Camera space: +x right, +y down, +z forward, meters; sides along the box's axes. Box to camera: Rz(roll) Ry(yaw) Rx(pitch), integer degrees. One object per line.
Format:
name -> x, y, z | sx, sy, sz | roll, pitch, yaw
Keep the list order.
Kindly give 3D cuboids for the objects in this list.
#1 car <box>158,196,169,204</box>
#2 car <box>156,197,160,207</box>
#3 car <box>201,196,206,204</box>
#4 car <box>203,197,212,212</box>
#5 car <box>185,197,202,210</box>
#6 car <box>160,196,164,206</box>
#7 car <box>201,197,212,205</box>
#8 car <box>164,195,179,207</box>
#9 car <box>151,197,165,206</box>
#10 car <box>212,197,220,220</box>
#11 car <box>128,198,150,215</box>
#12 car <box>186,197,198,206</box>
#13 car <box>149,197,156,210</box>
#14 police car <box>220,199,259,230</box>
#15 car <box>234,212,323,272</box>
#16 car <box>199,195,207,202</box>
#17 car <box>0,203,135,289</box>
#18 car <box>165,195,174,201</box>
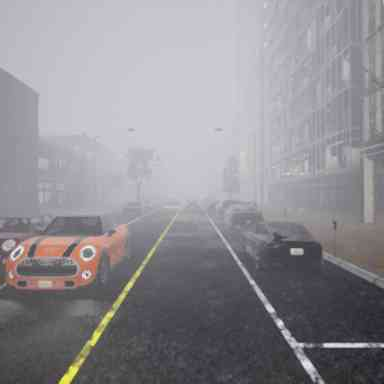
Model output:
car -> -5.686, 1.564, 67.131 | 1.947, 1.339, 4.313 | 1, 0, 0
car -> -5.683, 1.522, 44.385 | 1.752, 1.417, 4.829 | 1, 0, 0
car -> 2.664, 1.437, 50.145 | 1.967, 1.590, 4.097 | 1, 0, 0
car -> 2.664, 1.563, 38.857 | 1.947, 1.339, 4.313 | 1, 0, 0
car -> 0.057, 1.597, 43.500 | 1.895, 1.301, 4.718 | 0, 0, 0
car -> -5.684, 1.579, 50.199 | 1.802, 1.307, 4.206 | 1, 0, 0
car -> 2.662, 1.564, 61.434 | 1.947, 1.339, 4.313 | 1, 0, 0
car -> -3.078, 1.560, 51.939 | 1.994, 1.385, 4.181 | 0, 0, 0
car -> -5.685, 1.542, 55.843 | 1.887, 1.381, 4.507 | 1, 0, 0
car -> 3.110, 1.350, 27.867 | 2.097, 1.767, 4.553 | 0, 0, 0
car -> -5.682, 1.563, 33.267 | 1.947, 1.339, 4.313 | 1, 0, 0
car -> 0.020, 1.562, 57.000 | 1.994, 1.385, 4.181 | 0, 0, 1
car -> -5.681, 1.437, 38.911 | 1.967, 1.590, 4.097 | 1, 0, 0
police car -> 3.132, 1.423, 21.006 | 1.930, 1.638, 5.238 | 0, 0, 0
car -> 2.700, 1.565, 10.636 | 1.947, 1.339, 4.313 | 1, 0, 0
car -> 2.660, 1.525, 78.536 | 1.752, 1.417, 4.829 | 1, 0, 0
car -> -3.102, 1.351, 9.276 | 2.097, 1.767, 4.553 | 0, 0, 0
car -> -5.688, 1.551, 84.064 | 2.008, 1.369, 4.403 | 1, 0, 0
